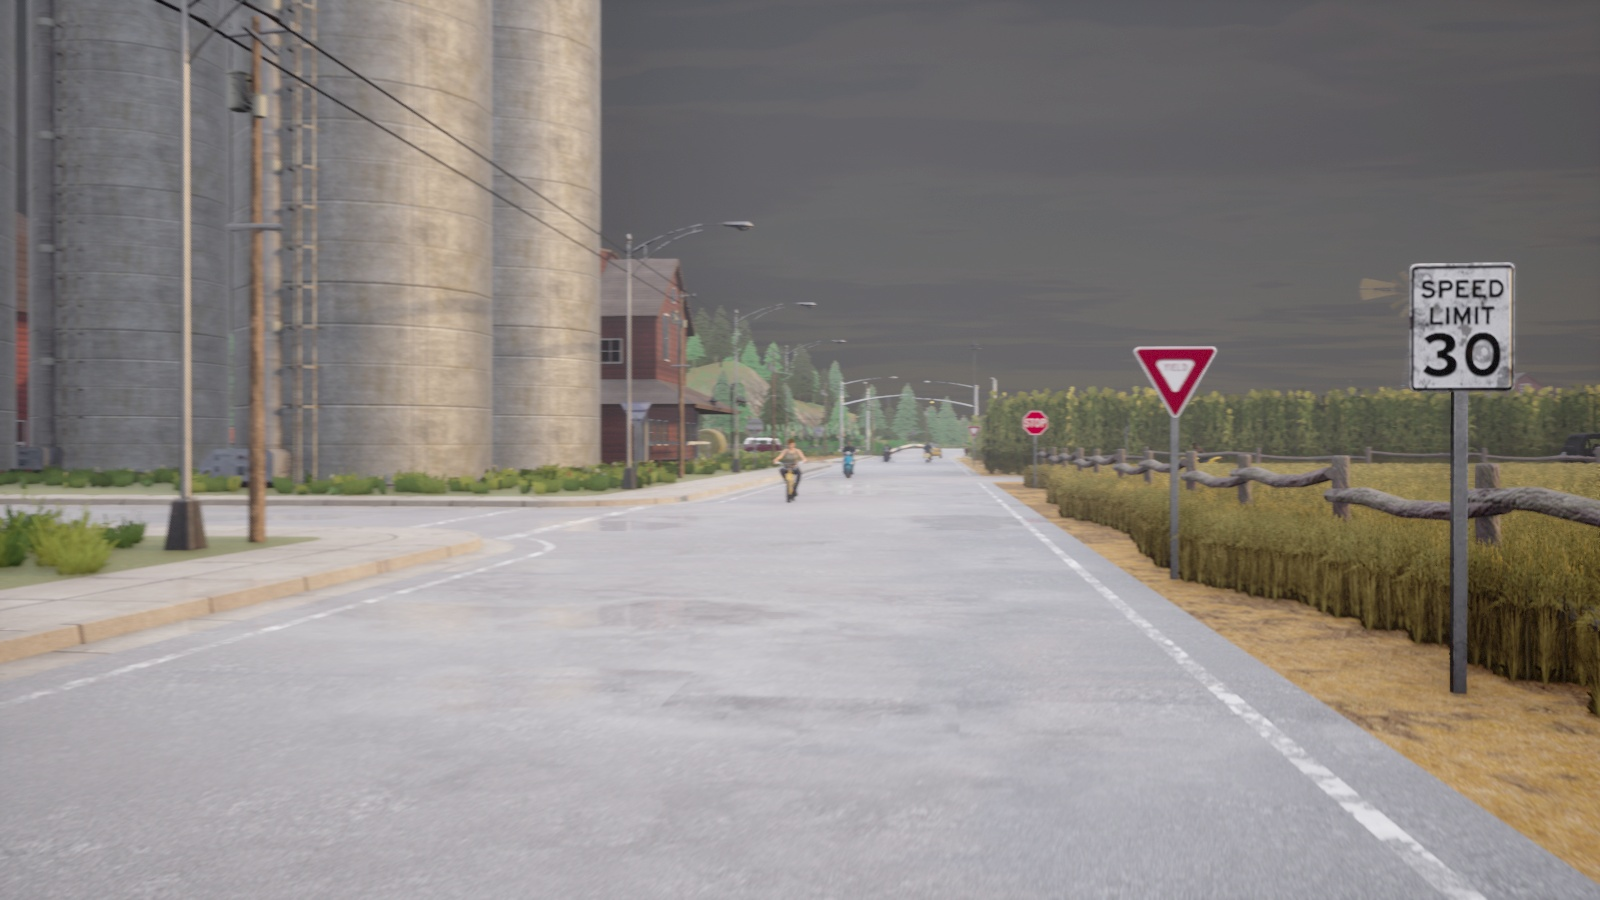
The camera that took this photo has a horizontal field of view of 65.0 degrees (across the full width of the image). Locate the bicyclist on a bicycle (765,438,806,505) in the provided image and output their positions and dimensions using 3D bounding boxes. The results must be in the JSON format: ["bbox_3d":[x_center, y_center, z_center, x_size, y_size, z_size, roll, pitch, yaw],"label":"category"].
[{"bbox_3d":[-0.349,0.508,31.175,0.866,1.612,1.509,0,0,6],"label":"bicyclist on a bicycle"}]

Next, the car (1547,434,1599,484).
[{"bbox_3d":[31.101,0.316,48.097,3.866,1.878,1.905,0,0,6],"label":"car"}]

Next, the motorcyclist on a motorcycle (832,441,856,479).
[{"bbox_3d":[1.866,0.409,52.968,0.866,1.590,1.817,0,0,6],"label":"motorcyclist on a motorcycle"}]
